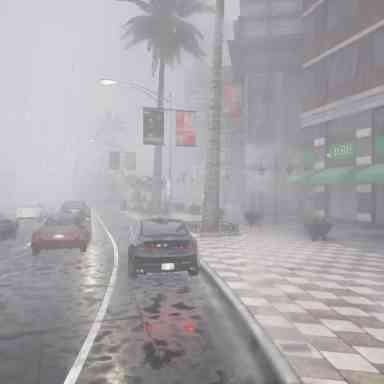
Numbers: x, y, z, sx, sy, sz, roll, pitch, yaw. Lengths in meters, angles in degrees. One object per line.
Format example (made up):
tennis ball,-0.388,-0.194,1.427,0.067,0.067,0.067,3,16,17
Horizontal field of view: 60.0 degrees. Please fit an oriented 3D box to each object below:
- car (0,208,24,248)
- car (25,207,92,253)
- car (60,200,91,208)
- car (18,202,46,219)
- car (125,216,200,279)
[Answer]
car,-8.872,1.593,14.309,1.895,1.301,4.718,0,0,-16
car,-5.267,1.559,13.833,1.994,1.385,4.181,0,0,-15
car,-8.354,1.345,23.821,2.097,1.767,4.553,0,0,-18
car,-12.648,1.515,26.140,1.812,1.442,4.674,0,0,-18
car,-1.037,1.503,10.202,1.837,1.490,4.892,0,0,-11
